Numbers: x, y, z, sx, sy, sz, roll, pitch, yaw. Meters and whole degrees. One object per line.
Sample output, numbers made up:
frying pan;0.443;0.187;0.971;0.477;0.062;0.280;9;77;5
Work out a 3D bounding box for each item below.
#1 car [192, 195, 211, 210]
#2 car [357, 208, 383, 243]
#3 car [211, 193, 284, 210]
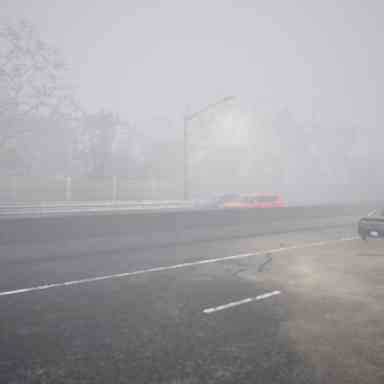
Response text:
car;2.636;1.142;31.666;5.566;2.045;2.150;0;0;-35
car;9.211;1.429;14.616;4.902;1.511;2.128;0;0;-36
car;4.396;1.153;24.325;5.566;2.045;2.150;0;0;-35
